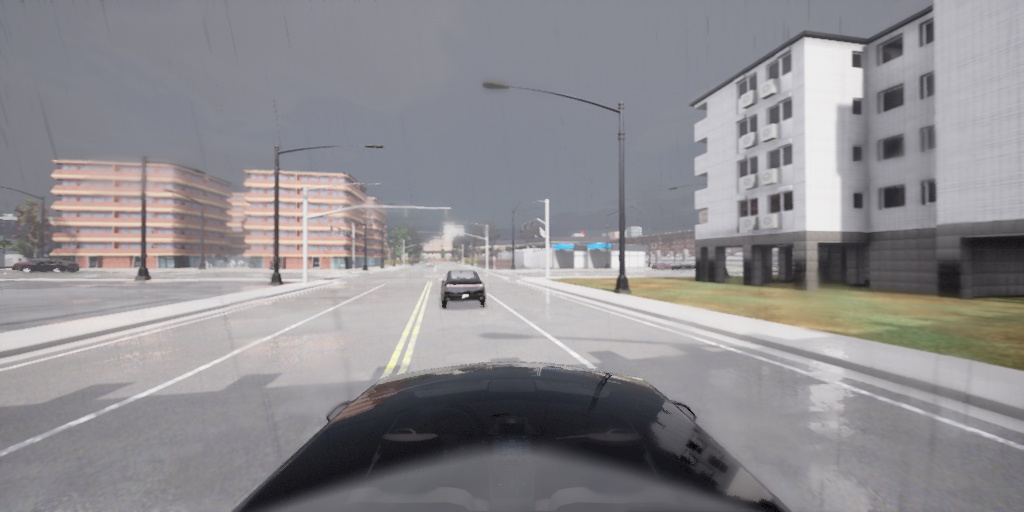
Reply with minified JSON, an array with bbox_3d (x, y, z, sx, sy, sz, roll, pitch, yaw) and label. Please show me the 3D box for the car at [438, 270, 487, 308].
[{"bbox_3d":[-2.310,1.392,16.371,2.128,1.511,4.902,0,0,-11],"label":"car"}]
